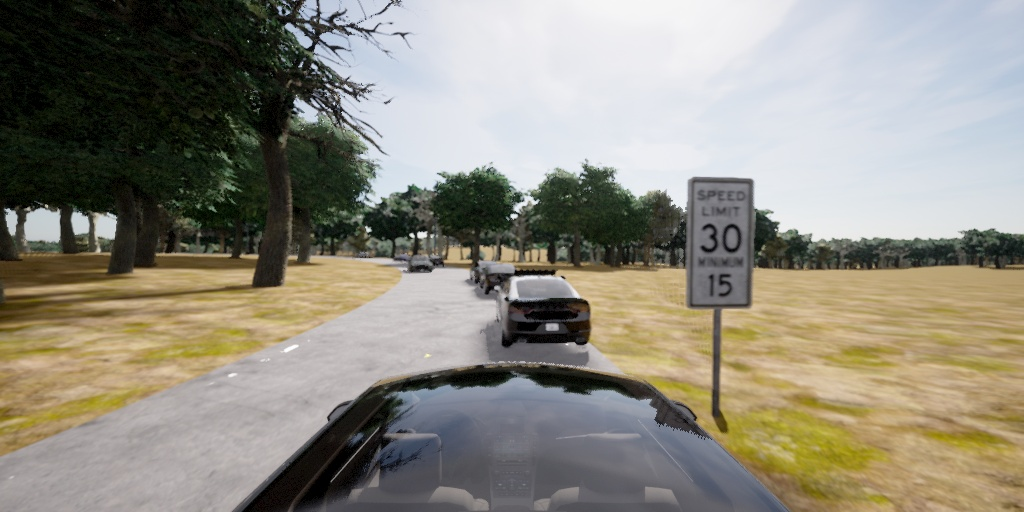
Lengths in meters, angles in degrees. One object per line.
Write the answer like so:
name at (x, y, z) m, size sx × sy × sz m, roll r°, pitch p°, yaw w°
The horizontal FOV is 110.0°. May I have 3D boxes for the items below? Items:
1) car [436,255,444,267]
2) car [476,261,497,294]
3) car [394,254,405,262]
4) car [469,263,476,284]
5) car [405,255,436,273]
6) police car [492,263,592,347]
car at (-10.225, 0.581, 46.665) m, size 1.882 × 1.535 × 5.008 m, roll 0°, pitch 1°, yaw -24°
car at (-0.685, 1.134, 19.521) m, size 1.882 × 1.535 × 5.008 m, roll 0°, pitch 1°, yaw -10°
car at (-19.145, 0.268, 62.527) m, size 1.994 × 1.385 × 4.181 m, roll 0°, pitch 2°, yaw -35°
car at (-1.897, 1.081, 25.530) m, size 1.837 × 1.490 × 4.892 m, roll 0°, pitch 1°, yaw -13°
car at (-9.147, 0.701, 35.643) m, size 2.097 × 1.767 × 4.553 m, roll 0°, pitch 1°, yaw -20°
police car at (0.580, 1.157, 9.495) m, size 1.930 × 1.638 × 5.238 m, roll 0°, pitch 0°, yaw -4°
